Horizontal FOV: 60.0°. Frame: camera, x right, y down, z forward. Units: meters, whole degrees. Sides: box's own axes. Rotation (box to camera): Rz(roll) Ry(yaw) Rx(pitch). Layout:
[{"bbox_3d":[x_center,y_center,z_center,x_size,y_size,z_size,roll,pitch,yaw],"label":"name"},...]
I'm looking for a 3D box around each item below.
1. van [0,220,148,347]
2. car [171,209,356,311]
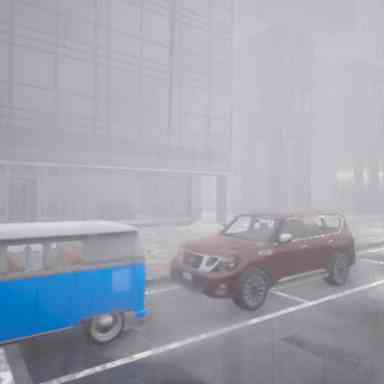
[{"bbox_3d":[-2.609,1.345,4.787,3.998,1.788,1.690,1,0,-35],"label":"van"},{"bbox_3d":[1.961,1.364,8.039,5.009,1.841,2.192,1,0,-35],"label":"car"}]
